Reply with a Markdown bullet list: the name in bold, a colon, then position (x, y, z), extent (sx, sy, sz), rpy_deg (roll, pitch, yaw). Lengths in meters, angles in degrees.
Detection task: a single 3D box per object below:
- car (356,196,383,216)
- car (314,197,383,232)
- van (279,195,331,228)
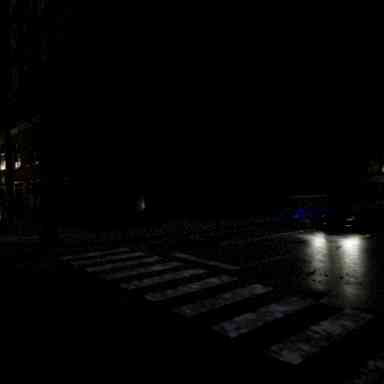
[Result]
- **car**: position (15.245, 1.072, 26.843), extent (4.403, 1.369, 2.008), rpy_deg (-1, 0, -40)
- **car**: position (8.932, 1.187, 18.078), extent (5.008, 1.535, 1.882), rpy_deg (-1, 1, -40)
- **van**: position (6.756, 1.057, 19.618), extent (3.998, 1.788, 1.690), rpy_deg (-1, 0, -40)
